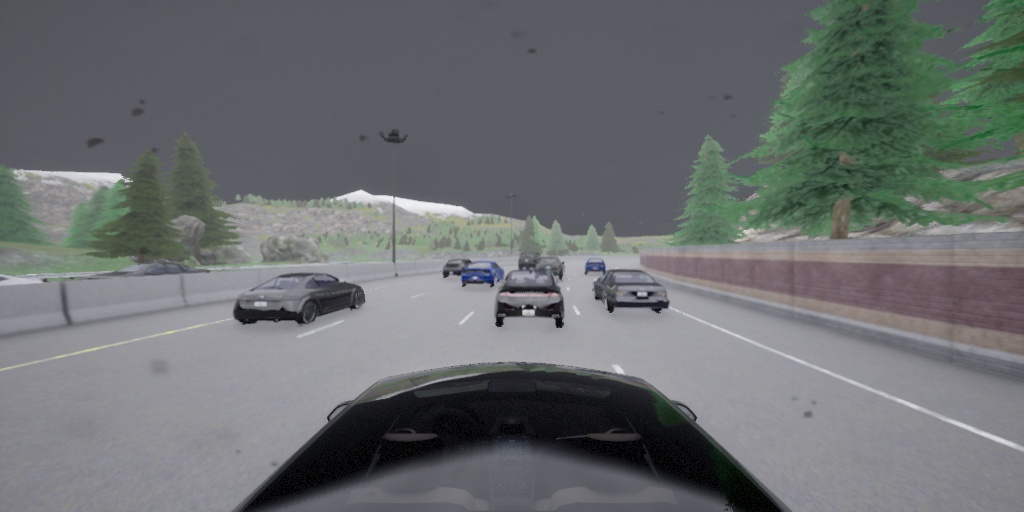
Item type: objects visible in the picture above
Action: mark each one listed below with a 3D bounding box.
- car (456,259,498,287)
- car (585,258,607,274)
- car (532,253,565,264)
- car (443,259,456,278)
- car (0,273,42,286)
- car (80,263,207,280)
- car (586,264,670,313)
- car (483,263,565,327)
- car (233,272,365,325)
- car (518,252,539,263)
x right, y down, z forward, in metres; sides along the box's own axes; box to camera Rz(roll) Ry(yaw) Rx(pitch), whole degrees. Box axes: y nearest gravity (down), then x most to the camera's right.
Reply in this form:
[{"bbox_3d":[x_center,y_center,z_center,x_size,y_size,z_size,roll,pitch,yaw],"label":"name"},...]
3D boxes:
[{"bbox_3d":[-1.677,1.020,22.144,1.882,1.535,5.008,0,1,8],"label":"car"},{"bbox_3d":[8.169,0.913,34.954,1.882,1.535,5.008,0,1,15],"label":"car"},{"bbox_3d":[3.152,0.837,28.978,2.097,1.767,4.553,0,1,12],"label":"car"},{"bbox_3d":[-4.019,0.975,28.919,1.837,1.490,4.892,0,1,11],"label":"car"},{"bbox_3d":[-17.195,1.151,10.558,1.812,1.442,4.674,0,1,4],"label":"car"},{"bbox_3d":[-19.856,1.076,19.792,2.033,1.411,5.357,0,1,7],"label":"car"},{"bbox_3d":[4.233,1.189,13.506,2.033,1.411,5.357,0,1,5],"label":"car"},{"bbox_3d":[0.574,1.148,11.174,2.128,1.511,4.902,0,1,4],"label":"car"},{"bbox_3d":[-6.420,1.204,11.356,1.994,1.385,4.181,0,1,4],"label":"car"},{"bbox_3d":[2.270,0.596,39.888,2.150,2.045,5.566,0,1,16],"label":"car"}]
